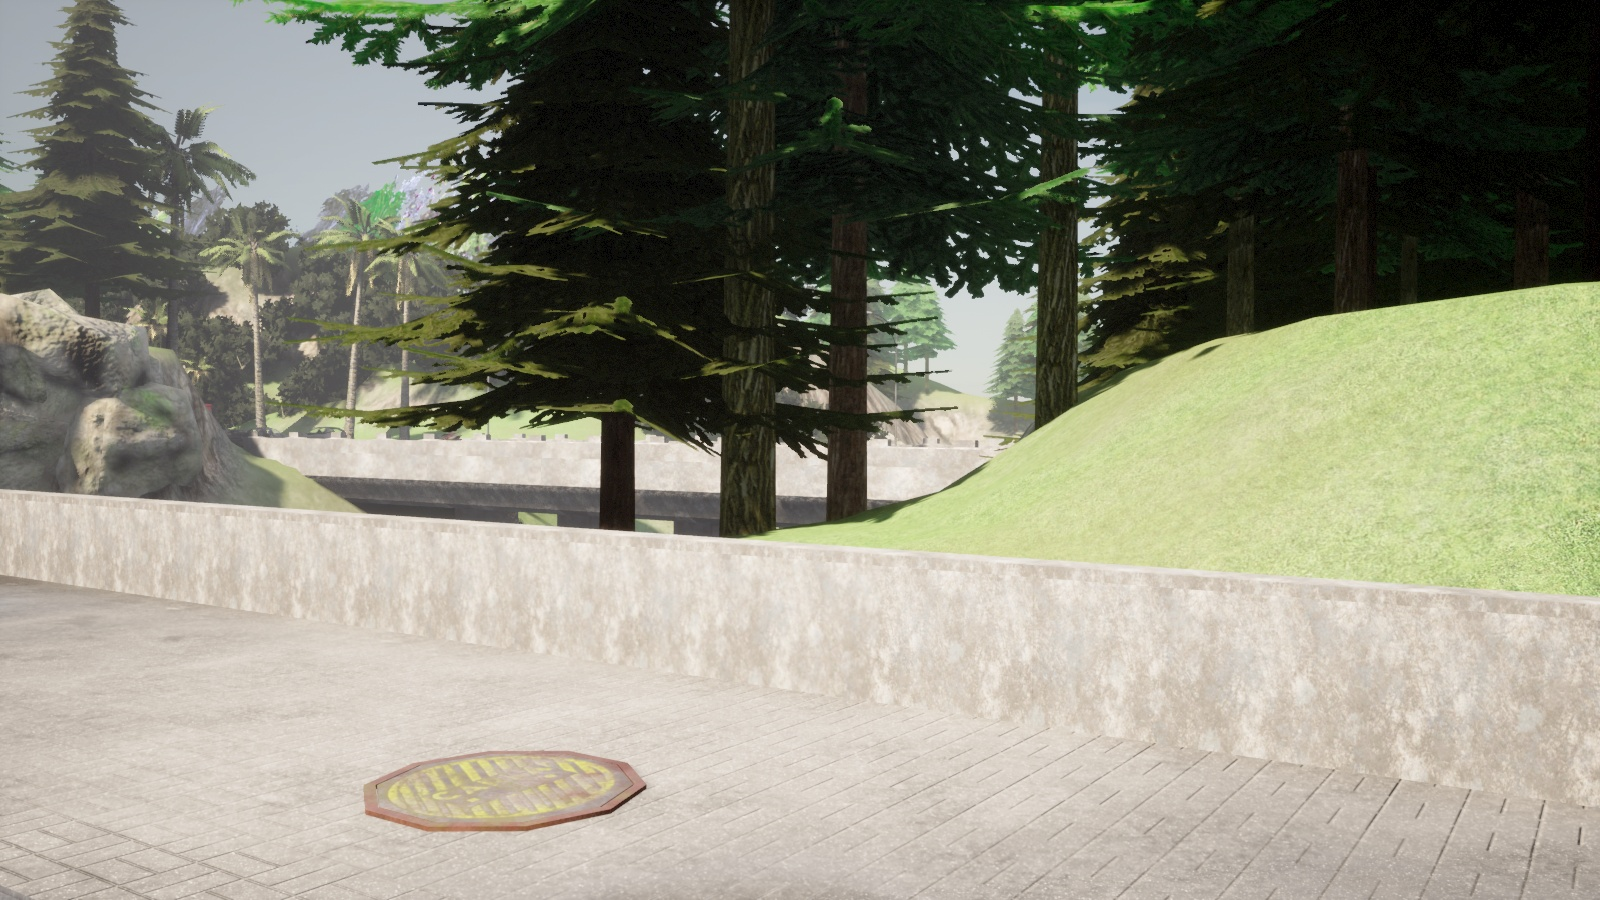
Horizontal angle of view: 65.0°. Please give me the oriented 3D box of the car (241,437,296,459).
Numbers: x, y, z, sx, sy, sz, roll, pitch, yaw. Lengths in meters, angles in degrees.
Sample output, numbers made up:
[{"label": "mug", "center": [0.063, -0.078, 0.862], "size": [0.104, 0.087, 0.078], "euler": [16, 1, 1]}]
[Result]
[{"label": "car", "center": [-37.487, -0.123, 88.519], "size": [3.633, 1.501, 1.845], "euler": [0, 1, 34]}]

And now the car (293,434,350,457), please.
[{"label": "car", "center": [-34.924, -0.305, 91.619], "size": [3.988, 1.617, 1.851], "euler": [0, 1, 34]}]
